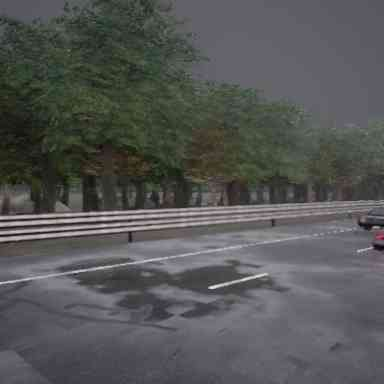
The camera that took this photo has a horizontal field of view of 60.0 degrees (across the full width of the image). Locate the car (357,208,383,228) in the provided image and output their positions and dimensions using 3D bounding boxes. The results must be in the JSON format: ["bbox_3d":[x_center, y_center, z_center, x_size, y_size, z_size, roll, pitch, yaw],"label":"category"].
[{"bbox_3d":[11.258,1.543,18.644,4.718,1.301,1.895,0,0,-39],"label":"car"}]

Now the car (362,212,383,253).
[{"bbox_3d":[8.417,1.511,11.862,5.357,1.411,2.033,0,0,-39],"label":"car"}]
